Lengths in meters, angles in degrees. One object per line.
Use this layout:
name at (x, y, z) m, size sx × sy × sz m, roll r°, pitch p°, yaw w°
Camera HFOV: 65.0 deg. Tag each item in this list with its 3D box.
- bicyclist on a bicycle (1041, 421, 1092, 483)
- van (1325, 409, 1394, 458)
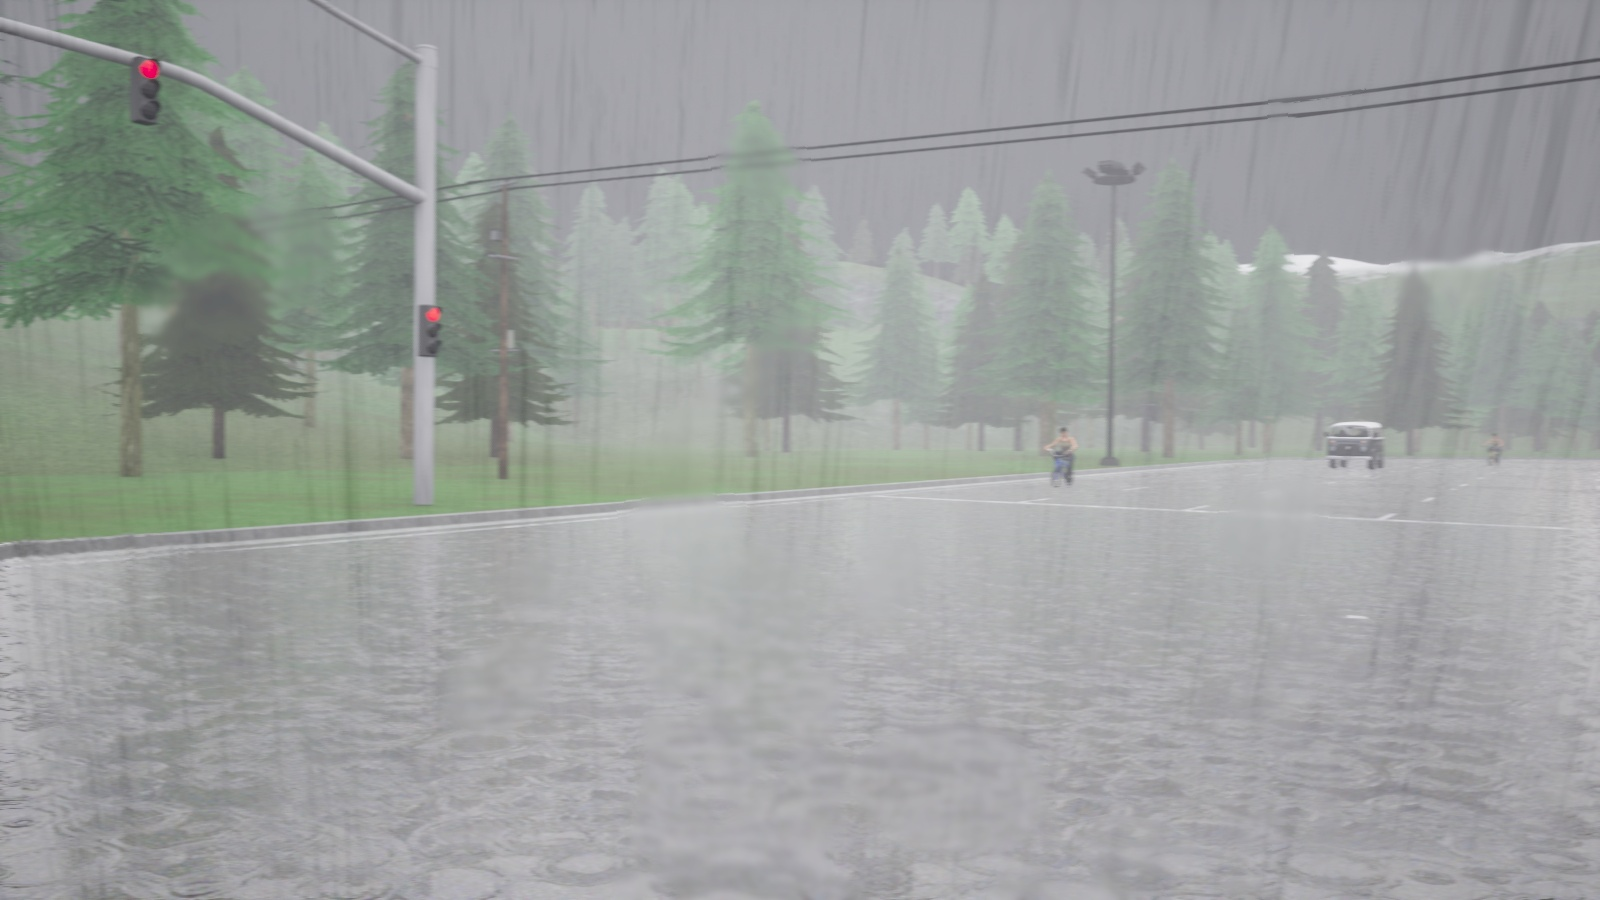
bicyclist on a bicycle at (7.136, 0.037, 33.575) m, size 0.866 × 1.612 × 1.509 m, roll 0°, pitch 2°, yaw 32°
van at (24.096, -0.729, 53.999) m, size 2.069 × 2.038 × 4.480 m, roll 0°, pitch 1°, yaw 33°
